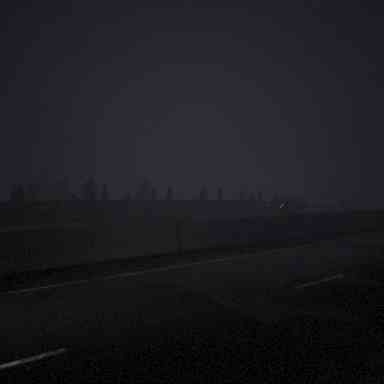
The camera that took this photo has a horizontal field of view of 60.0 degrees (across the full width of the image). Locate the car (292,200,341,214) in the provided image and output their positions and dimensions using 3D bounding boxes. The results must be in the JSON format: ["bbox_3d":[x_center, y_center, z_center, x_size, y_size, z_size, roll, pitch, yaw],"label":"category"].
[{"bbox_3d":[11.258,1.754,29.154,4.674,1.442,1.812,3,-2,-36],"label":"car"}]

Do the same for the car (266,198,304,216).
[{"bbox_3d":[9.269,1.352,32.035,4.553,1.767,2.097,3,-2,-36],"label":"car"}]
